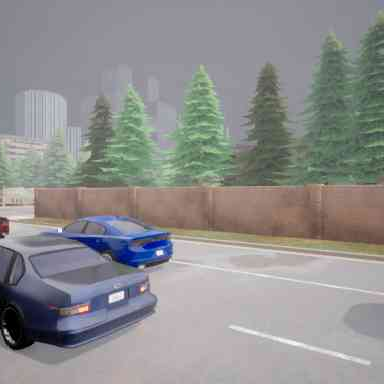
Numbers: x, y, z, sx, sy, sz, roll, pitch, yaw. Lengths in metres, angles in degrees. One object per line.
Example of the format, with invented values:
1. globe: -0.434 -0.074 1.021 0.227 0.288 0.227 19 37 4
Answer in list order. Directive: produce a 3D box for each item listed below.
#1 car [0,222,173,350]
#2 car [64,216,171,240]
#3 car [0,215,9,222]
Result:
1. car: -3.126 1.547 6.214 5.357 1.411 2.033 0 0 35
2. car: -2.880 1.478 10.345 5.008 1.535 1.882 0 0 35
3. car: -10.708 1.478 15.926 5.008 1.535 1.882 0 0 35
